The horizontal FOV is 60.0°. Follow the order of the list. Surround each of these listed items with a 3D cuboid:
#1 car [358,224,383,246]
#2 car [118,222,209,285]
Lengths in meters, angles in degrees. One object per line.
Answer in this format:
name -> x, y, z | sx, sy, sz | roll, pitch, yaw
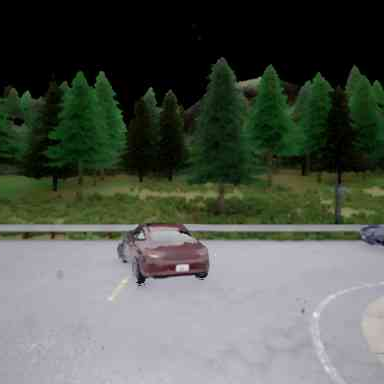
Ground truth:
car -> 9.805, 1.716, 14.524 | 4.674, 1.442, 1.812 | 0, 0, 0
car -> -0.970, 1.616, 9.838 | 1.812, 1.442, 4.674 | 1, -1, -19
